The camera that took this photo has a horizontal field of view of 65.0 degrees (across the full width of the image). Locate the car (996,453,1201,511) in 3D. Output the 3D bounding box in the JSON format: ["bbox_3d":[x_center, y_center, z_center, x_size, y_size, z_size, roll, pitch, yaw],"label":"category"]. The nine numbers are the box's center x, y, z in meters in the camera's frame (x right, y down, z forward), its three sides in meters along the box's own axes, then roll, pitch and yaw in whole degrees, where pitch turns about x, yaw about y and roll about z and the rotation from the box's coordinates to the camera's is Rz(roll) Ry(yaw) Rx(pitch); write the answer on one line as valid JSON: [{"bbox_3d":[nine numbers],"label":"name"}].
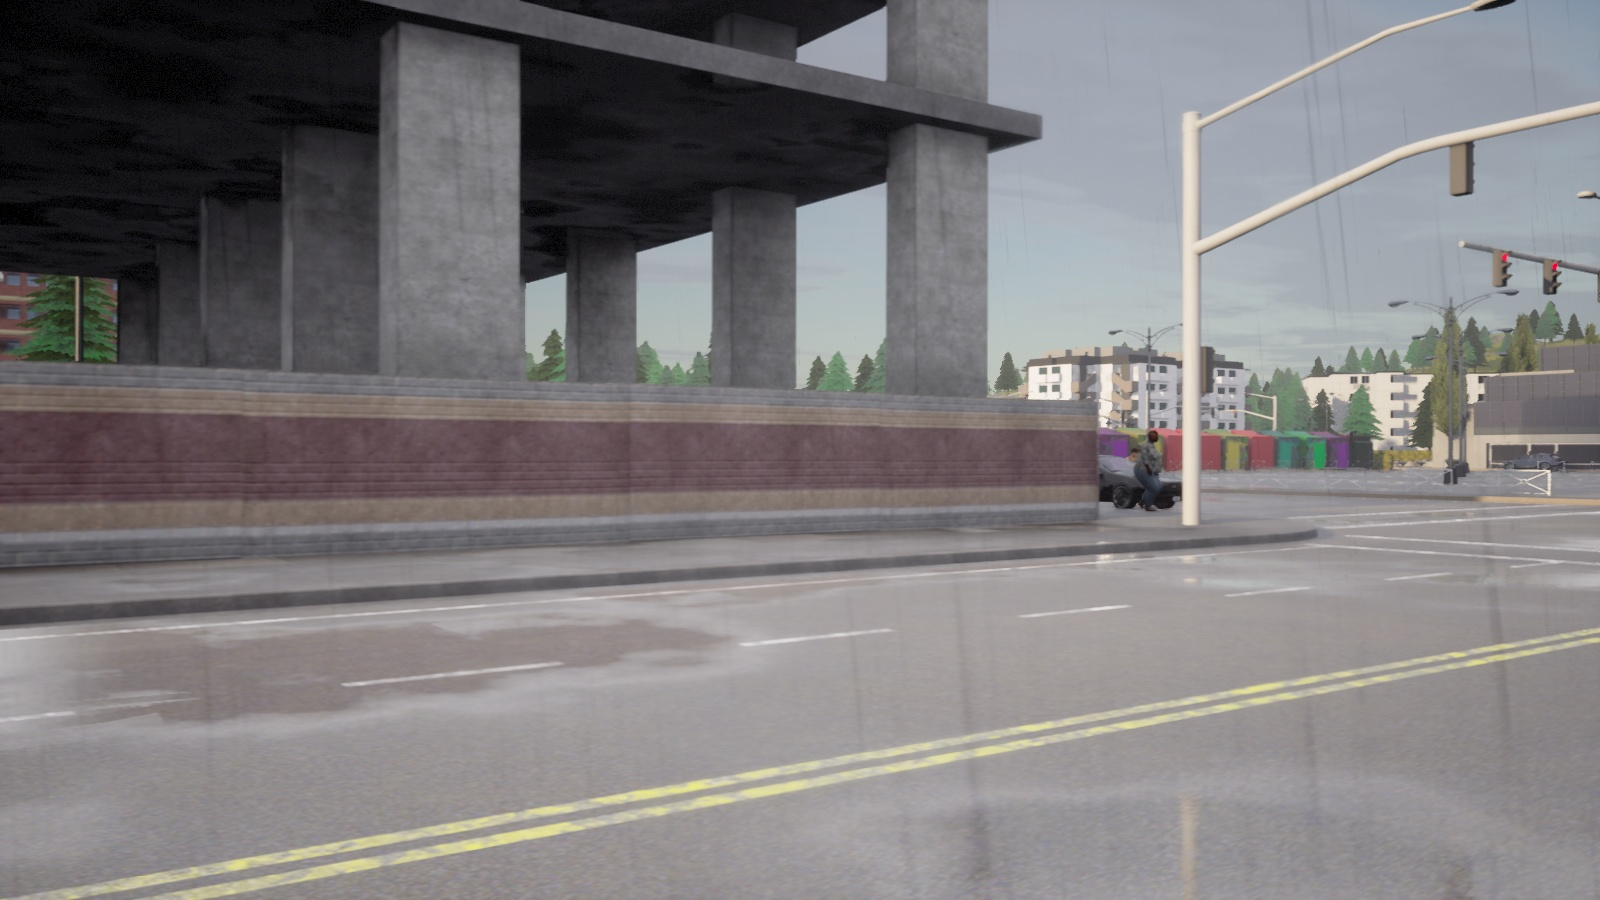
[{"bbox_3d":[7.858,0.803,33.610,2.033,1.411,5.357,0,0,-35],"label":"car"}]

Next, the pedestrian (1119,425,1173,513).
[{"bbox_3d":[7.475,0.395,27.092,0.900,1.855,0.874,0,0,33],"label":"pedestrian"}]
